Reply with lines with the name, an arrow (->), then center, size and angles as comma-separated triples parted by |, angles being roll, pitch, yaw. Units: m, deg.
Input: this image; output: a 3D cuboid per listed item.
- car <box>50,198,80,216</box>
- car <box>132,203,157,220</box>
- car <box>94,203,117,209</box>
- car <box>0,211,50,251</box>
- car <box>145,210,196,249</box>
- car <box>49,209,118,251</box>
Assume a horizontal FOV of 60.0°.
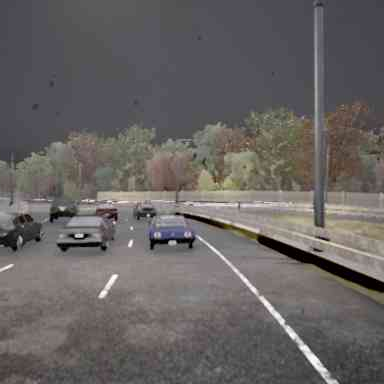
car -> -11.140, 1.498, 29.283 | 2.150, 2.045, 5.566 | 0, 0, -16
car -> -4.489, 1.807, 31.460 | 1.837, 1.490, 4.892 | 0, 0, -16
car -> -7.906, 1.771, 30.664 | 1.882, 1.535, 5.008 | 0, 0, -16
car -> -8.037, 1.650, 14.646 | 1.837, 1.490, 4.892 | 0, 0, -8
car -> -1.069, 1.747, 15.395 | 1.895, 1.301, 4.718 | 0, -1, -8
car -> -4.519, 1.690, 14.805 | 2.033, 1.411, 5.357 | 0, -1, -8
